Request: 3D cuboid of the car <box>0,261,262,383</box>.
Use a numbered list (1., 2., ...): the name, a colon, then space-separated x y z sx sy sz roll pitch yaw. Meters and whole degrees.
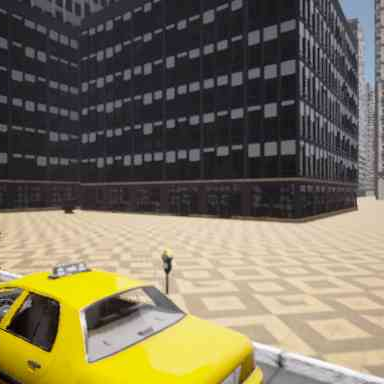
1. car: -1.623 1.514 3.979 4.829 1.417 1.752 0 0 35
